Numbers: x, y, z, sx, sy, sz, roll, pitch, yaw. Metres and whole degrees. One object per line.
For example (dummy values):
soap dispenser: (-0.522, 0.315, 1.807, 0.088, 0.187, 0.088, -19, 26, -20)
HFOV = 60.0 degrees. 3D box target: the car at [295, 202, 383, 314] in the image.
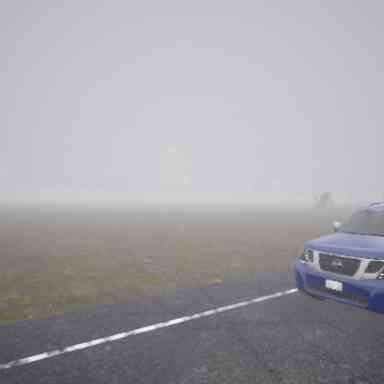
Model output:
car: (4.694, 1.268, 7.348, 5.566, 2.045, 2.150, 0, 0, -36)
